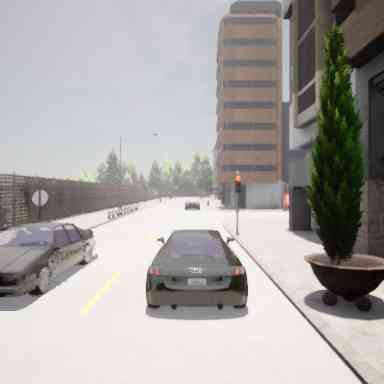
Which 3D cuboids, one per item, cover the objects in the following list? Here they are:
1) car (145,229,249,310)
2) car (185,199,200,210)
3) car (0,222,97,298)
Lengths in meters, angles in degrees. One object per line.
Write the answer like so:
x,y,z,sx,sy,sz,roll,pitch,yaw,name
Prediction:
0.089,1.558,7.891,1.994,1.385,4.181,0,0,0,car
0.049,1.568,42.055,1.895,1.301,4.718,0,0,0,car
-4.090,1.541,8.883,2.033,1.411,5.357,0,0,0,car
